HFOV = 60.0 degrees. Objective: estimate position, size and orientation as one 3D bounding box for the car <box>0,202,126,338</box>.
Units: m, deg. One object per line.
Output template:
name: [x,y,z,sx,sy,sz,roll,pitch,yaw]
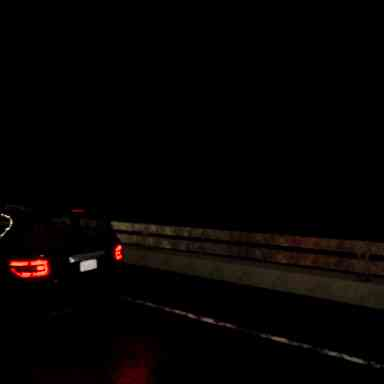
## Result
car: [-3.775,1.213,6.685,5.566,2.045,2.150,0,0,35]
